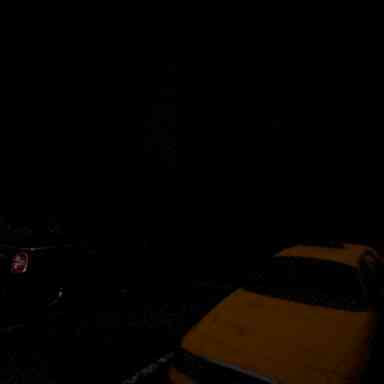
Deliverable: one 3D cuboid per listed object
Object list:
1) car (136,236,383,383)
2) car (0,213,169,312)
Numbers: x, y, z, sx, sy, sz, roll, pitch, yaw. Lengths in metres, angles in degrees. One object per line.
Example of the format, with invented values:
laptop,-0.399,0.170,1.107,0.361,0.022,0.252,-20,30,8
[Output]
car,1.833,1.478,4.838,1.946,1.575,5.366,0,0,35
car,-2.558,1.354,8.159,2.185,1.767,4.553,0,0,35
